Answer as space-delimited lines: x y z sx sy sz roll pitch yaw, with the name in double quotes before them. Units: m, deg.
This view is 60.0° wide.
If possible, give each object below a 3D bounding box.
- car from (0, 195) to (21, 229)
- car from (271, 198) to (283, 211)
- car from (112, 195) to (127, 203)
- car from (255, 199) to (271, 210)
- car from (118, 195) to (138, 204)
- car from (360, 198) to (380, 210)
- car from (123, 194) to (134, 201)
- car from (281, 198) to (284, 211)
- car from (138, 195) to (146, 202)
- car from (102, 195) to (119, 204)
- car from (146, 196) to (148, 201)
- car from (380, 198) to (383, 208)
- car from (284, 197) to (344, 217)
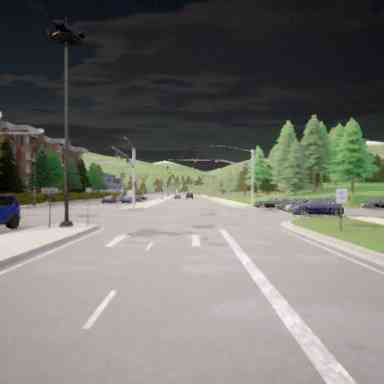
"car" -11.596 1.198 18.249 2.150 2.045 5.566 0 0 0
"car" 11.793 1.437 37.115 4.902 1.511 2.128 0 0 0
"car" -15.308 1.424 70.603 2.128 1.511 4.902 0 0 -1
"car" 10.294 1.433 41.253 4.902 1.511 2.128 0 0 12
"car" -11.669 1.390 61.363 1.882 1.535 5.008 0 0 -1
"car" 23.247 1.431 40.688 4.902 1.511 2.128 0 0 0
"car" -15.463 1.362 80.858 1.882 1.535 5.008 0 0 -1
"car" 11.850 1.551 33.617 4.718 1.301 1.895 0 0 0
"car" -11.815 1.438 71.067 2.033 1.411 5.357 0 0 -1
"car" -15.166 1.390 61.126 1.882 1.535 5.008 0 0 -1
"car" -11.966 1.479 81.111 1.895 1.301 4.718 0 0 -1
"car" 23.923 1.508 37.192 4.181 1.385 1.994 0 0 0
"car" 11.125 1.307 30.112 4.553 1.767 2.097 0 0 0
